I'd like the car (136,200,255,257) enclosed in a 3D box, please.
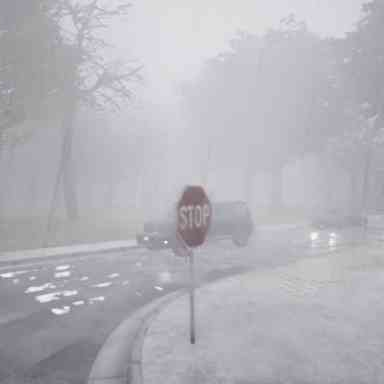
[{"bbox_3d":[0.360,1.394,14.193,5.566,2.045,2.150,0,-2,-41],"label":"car"}]

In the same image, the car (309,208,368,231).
[{"bbox_3d":[10.149,1.788,22.728,5.357,1.411,2.033,0,-2,-41],"label":"car"}]
